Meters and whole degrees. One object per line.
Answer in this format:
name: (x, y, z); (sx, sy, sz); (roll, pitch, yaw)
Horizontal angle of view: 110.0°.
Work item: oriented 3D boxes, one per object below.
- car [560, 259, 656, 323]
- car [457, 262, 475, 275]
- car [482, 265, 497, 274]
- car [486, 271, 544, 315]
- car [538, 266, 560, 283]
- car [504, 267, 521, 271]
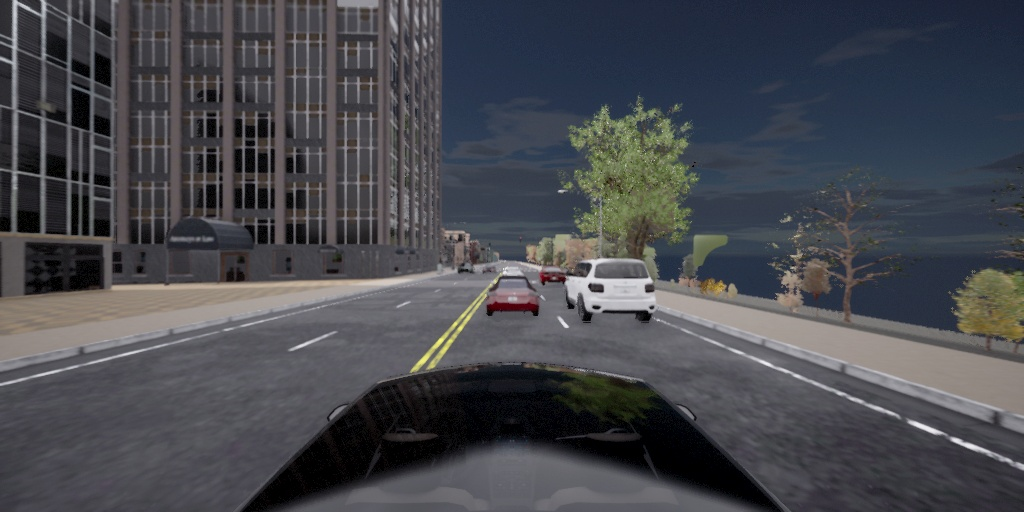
car: (3.278, 1.116, 12.984); (2.150, 2.045, 5.566); (0, 0, 1)
car: (-6.588, 1.734, 51.669); (2.097, 1.767, 4.553); (0, -1, 0)
car: (-3.331, 1.969, 53.293); (1.994, 1.385, 4.181); (0, -1, 0)
car: (0.045, 1.476, 14.432); (1.994, 1.385, 4.181); (0, -1, 1)
car: (3.300, 1.590, 30.326); (1.882, 1.535, 5.008); (0, 0, 0)
car: (0.050, 1.631, 29.831); (1.812, 1.442, 4.674); (0, 0, 1)
